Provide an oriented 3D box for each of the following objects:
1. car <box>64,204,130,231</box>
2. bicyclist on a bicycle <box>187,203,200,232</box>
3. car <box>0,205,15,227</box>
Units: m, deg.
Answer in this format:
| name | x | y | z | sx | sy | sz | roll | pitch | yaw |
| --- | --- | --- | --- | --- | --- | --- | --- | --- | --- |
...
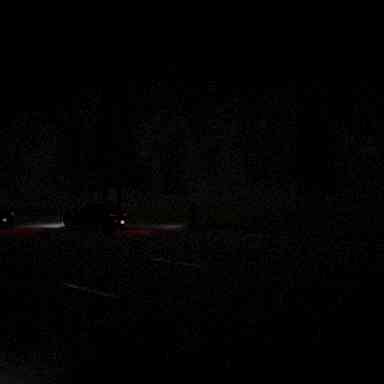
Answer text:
| name | x | y | z | sx | sy | sz | roll | pitch | yaw |
| --- | --- | --- | --- | --- | --- | --- | --- | --- | --- |
| car | -6.054 | 1.504 | 20.889 | 4.892 | 1.490 | 1.837 | 0 | 0 | 35 |
| bicyclist on a bicycle | 0.087 | 1.427 | 18.862 | 0.582 | 1.620 | 1.656 | 3 | -3 | -22 |
| car | -13.368 | 1.525 | 21.698 | 4.674 | 1.442 | 1.812 | 0 | 0 | 35 |
